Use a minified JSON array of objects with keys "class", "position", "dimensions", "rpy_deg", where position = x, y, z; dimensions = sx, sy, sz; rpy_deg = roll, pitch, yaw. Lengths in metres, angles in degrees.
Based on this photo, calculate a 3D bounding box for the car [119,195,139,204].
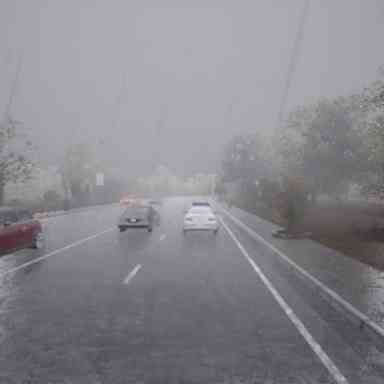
[{"class":"car","position":[-9.397,1.294,49.898],"dimensions":[2.097,1.767,4.553],"rpy_deg":[0,0,2]}]

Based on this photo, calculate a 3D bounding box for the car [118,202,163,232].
[{"class":"car","position":[-3.005,1.526,19.851],"dimensions":[2.033,1.411,5.357],"rpy_deg":[0,0,1]}]

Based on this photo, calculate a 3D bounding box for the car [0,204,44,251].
[{"class":"car","position":[-6.917,1.333,11.178],"dimensions":[2.097,1.767,4.553],"rpy_deg":[0,0,1]}]

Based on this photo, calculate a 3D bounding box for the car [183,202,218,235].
[{"class":"car","position":[0.474,1.510,18.781],"dimensions":[1.812,1.442,4.674],"rpy_deg":[0,0,1]}]

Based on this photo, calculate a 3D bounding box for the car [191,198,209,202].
[{"class":"car","position":[0.928,1.447,36.660],"dimensions":[1.882,1.535,5.008],"rpy_deg":[0,0,1]}]

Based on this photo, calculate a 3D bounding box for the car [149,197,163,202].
[{"class":"car","position":[-5.799,1.509,53.563],"dimensions":[1.994,1.385,4.181],"rpy_deg":[0,0,2]}]

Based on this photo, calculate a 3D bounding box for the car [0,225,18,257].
[{"class":"car","position":[-3.337,1.347,2.024],"dimensions":[2.097,1.767,4.553],"rpy_deg":[0,0,0]}]
